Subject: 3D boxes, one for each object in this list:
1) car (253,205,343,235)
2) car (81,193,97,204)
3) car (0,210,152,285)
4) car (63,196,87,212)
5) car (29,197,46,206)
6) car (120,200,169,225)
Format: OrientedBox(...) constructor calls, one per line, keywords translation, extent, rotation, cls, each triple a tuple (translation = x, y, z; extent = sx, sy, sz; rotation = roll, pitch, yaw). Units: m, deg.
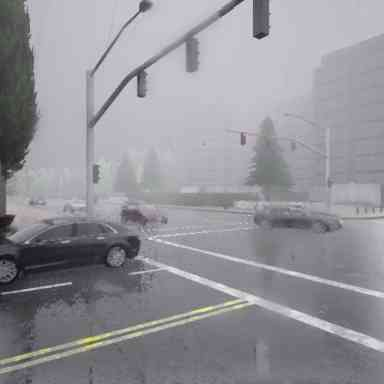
OrientedBox(translation=(5.872, 1.493, 18.842), extent=(4.902, 1.511, 2.128), rotation=(0, 0, 35), cls="car")
OrientedBox(translation=(-15.268, 1.353, 45.949), extent=(2.097, 1.767, 4.553), rotation=(0, 0, -35), cls="car")
OrientedBox(translation=(-3.838, 1.505, 9.561), extent=(4.892, 1.490, 1.837), rotation=(0, 2, -37), cls="car")
OrientedBox(translation=(-12.621, 1.526, 36.240), extent=(1.812, 1.442, 4.674), rotation=(0, 0, -36), cls="car")
OrientedBox(translation=(-24.816, 1.493, 53.382), extent=(2.128, 1.511, 4.902), rotation=(0, 0, -36), cls="car")
OrientedBox(translation=(-3.467, 1.526, 23.517), extent=(1.812, 1.442, 4.674), rotation=(0, 0, -36), cls="car")
